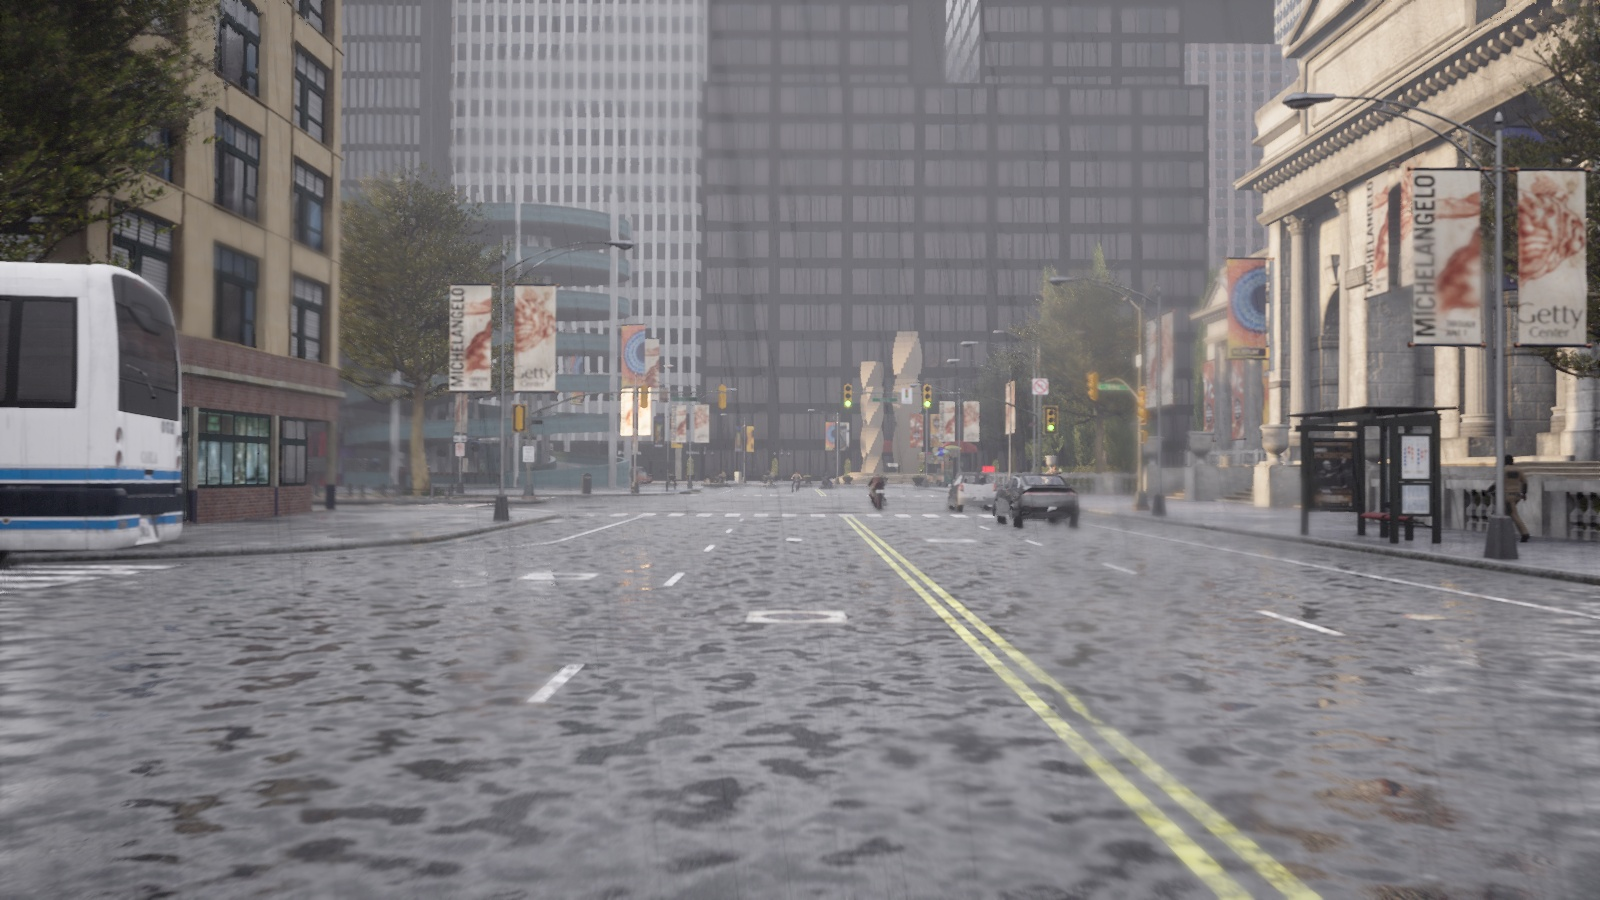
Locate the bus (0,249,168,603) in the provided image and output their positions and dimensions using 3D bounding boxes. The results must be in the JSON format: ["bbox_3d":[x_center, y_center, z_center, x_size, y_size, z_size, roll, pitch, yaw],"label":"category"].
[{"bbox_3d":[-14.266,-0.235,16.128,10.273,4.253,3.944,0,-2,-12],"label":"bus"}]

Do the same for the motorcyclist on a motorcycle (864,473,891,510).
[{"bbox_3d":[3.267,1.729,53.284,0.866,1.530,2.191,0,-1,-3],"label":"motorcyclist on a motorcycle"}]

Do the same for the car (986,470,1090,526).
[{"bbox_3d":[6.911,1.363,37.031,2.128,1.511,4.902,0,-1,0],"label":"car"}]

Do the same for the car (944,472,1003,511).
[{"bbox_3d":[6.880,1.641,50.157,1.845,1.501,3.633,0,-1,0],"label":"car"}]

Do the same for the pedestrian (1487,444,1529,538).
[{"bbox_3d":[14.798,0.852,26.265,0.396,1.930,0.692,0,-1,-8],"label":"pedestrian"}]
